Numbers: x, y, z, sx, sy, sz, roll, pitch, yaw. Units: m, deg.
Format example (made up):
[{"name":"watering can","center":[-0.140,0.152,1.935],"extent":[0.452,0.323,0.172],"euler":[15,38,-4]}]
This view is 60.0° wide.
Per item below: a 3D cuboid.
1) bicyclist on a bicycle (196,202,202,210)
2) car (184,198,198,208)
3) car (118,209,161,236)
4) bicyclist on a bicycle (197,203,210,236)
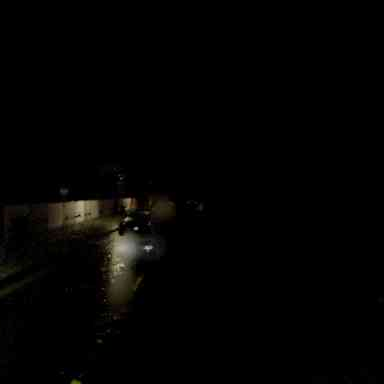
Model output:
[{"name":"bicyclist on a bicycle","center":[0.727,1.633,26.766],"extent":[0.866,1.612,1.509],"euler":[0,-1,0]},{"name":"car","center":[0.019,1.962,57.473],"extent":[1.812,1.442,4.674],"euler":[0,0,0]},{"name":"car","center":[-2.873,1.702,19.063],"extent":[1.994,1.385,4.181],"euler":[0,0,0]},{"name":"bicyclist on a bicycle","center":[0.733,1.585,18.349],"extent":[0.582,1.620,1.656],"euler":[0,0,0]}]
